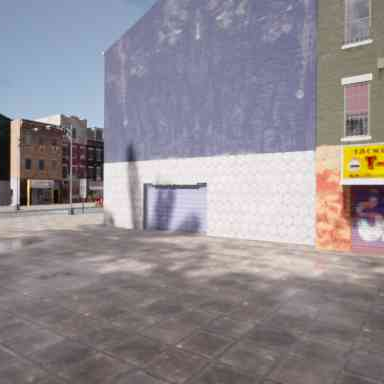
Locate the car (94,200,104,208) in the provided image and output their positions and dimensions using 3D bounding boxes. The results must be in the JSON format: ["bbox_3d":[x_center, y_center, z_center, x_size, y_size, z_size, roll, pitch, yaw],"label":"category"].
[{"bbox_3d":[-9.127,1.218,39.070,1.895,1.301,4.718,1,1,35],"label":"car"}]
